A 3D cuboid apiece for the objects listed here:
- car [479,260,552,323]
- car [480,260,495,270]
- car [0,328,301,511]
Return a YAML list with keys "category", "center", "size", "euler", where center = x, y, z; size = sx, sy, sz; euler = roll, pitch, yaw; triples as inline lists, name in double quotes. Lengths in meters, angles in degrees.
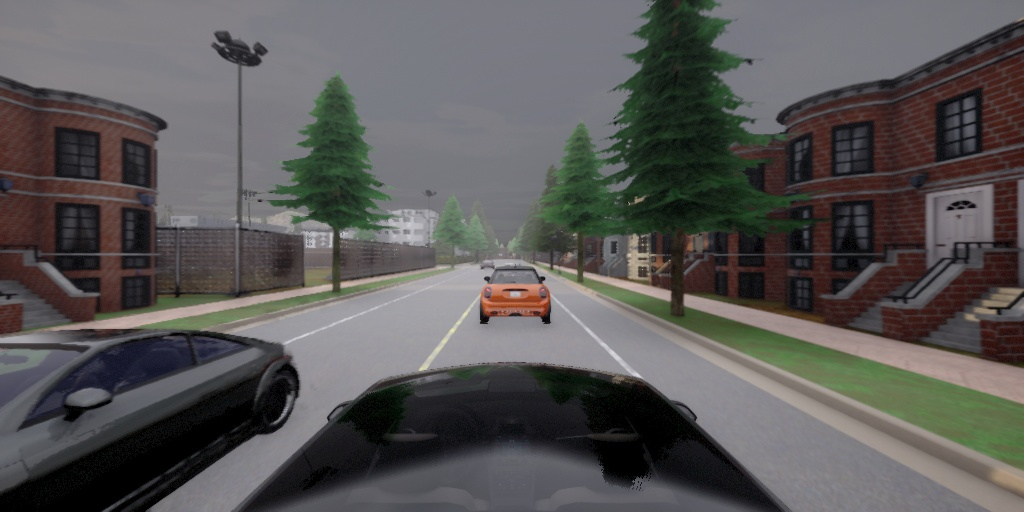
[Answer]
- category: "car"
  center: [0.099, 1.102, 12.219]
  size: [2.097, 1.767, 4.553]
  euler: [0, 0, 0]
- category: "car"
  center: [-3.520, 1.274, 52.106]
  size: [1.812, 1.442, 4.674]
  euler: [0, 0, 0]
- category: "car"
  center: [-3.599, 1.314, 2.715]
  size: [1.994, 1.385, 4.181]
  euler: [0, 0, 0]
